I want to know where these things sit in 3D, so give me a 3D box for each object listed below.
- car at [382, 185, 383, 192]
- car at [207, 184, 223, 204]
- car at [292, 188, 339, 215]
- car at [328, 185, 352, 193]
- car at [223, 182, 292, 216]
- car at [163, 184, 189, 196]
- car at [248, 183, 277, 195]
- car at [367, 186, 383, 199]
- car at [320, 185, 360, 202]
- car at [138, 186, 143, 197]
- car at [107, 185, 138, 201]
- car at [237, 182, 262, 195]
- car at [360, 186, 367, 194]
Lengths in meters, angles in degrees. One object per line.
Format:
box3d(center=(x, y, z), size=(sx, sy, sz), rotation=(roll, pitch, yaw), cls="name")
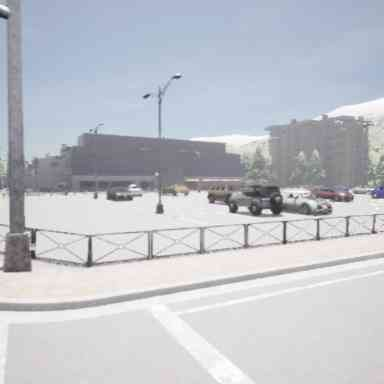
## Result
box3d(center=(43.320, -0.687, 70.715), size=(1.837, 1.490, 4.892), rotation=(-1, 2, -29), cls="car")
box3d(center=(3.196, 0.179, 29.426), size=(1.932, 1.855, 4.605), rotation=(-1, 2, -28), cls="car")
box3d(center=(7.238, 0.684, 21.984), size=(1.970, 1.475, 3.806), rotation=(-1, 2, -28), cls="car")
box3d(center=(27.822, -0.575, 62.672), size=(1.845, 1.501, 3.633), rotation=(-1, 2, -28), cls="car")
box3d(center=(4.019, 0.429, 20.942), size=(1.905, 1.878, 3.866), rotation=(-1, 2, -28), cls="car")
box3d(center=(-2.257, -0.306, 46.221), size=(2.152, 1.636, 5.027), rotation=(-1, 2, -28), cls="car")
box3d(center=(11.382, -0.594, 54.002), size=(1.932, 1.855, 4.605), rotation=(-1, 2, -28), cls="car")
box3d(center=(23.334, 0.107, 39.378), size=(1.845, 1.501, 3.633), rotation=(-1, 2, -28), cls="car")
box3d(center=(14.508, 0.225, 34.692), size=(2.007, 1.523, 4.514), rotation=(-1, 2, -28), cls="car")
box3d(center=(-7.759, -0.128, 42.906), size=(1.970, 1.475, 3.806), rotation=(-1, 2, -28), cls="car")
box3d(center=(-7.654, 0.191, 34.969), size=(2.007, 1.523, 4.514), rotation=(-1, 2, -28), cls="car")
box3d(center=(9.017, -0.562, 52.265), size=(1.905, 1.878, 3.866), rotation=(-1, 2, -28), cls="car")
box3d(center=(28.705, -0.311, 54.728), size=(1.970, 1.475, 3.806), rotation=(-1, 2, -28), cls="car")
